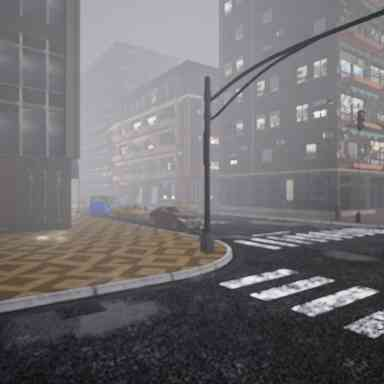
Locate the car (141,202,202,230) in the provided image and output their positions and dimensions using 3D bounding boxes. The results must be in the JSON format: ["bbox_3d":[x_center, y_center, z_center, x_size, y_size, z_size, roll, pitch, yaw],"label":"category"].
[{"bbox_3d":[-1.132,1.496,20.209,1.802,1.307,4.206,0,0,-36],"label":"car"}]

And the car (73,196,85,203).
[{"bbox_3d":[-20.800,1.394,62.063,1.752,1.417,4.829,0,0,-36],"label":"car"}]

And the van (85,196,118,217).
[{"bbox_3d":[-7.727,1.235,29.418,1.690,1.788,3.998,0,0,-36],"label":"van"}]

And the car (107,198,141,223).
[{"bbox_3d":[-4.330,1.428,24.675,1.752,1.417,4.829,0,0,-36],"label":"car"}]

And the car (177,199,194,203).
[{"bbox_3d":[-1.014,1.434,34.435,1.752,1.417,4.829,0,0,-36],"label":"car"}]
